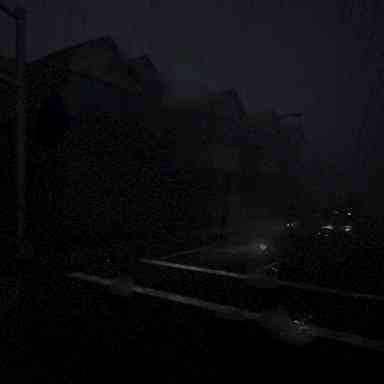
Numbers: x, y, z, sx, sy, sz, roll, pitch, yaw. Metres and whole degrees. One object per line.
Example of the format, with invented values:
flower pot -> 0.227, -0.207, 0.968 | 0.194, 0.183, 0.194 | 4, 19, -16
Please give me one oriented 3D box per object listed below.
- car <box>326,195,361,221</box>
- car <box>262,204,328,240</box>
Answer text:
car -> 12.931, 1.265, 28.362 | 2.150, 2.045, 5.566 | 0, 0, 36
car -> 5.353, 1.538, 17.708 | 2.128, 1.511, 4.902 | 0, 0, 35
